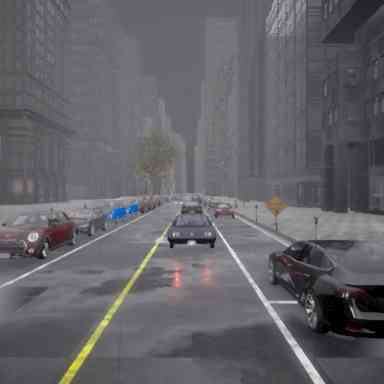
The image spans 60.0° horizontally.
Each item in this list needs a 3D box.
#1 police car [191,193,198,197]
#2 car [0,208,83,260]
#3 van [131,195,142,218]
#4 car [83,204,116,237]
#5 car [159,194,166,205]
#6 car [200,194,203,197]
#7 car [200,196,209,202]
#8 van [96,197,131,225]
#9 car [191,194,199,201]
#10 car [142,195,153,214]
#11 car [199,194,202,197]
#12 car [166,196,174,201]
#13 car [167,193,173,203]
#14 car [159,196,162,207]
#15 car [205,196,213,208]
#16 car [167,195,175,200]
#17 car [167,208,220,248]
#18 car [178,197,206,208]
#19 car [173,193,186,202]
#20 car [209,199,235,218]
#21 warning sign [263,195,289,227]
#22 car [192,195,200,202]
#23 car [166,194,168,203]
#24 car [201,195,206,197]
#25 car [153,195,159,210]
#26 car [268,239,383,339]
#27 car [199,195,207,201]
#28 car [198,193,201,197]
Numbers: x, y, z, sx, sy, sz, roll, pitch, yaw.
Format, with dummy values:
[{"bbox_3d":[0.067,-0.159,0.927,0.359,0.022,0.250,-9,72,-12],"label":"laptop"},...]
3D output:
[{"bbox_3d":[0.900,1.437,70.186,1.930,1.638,5.238,0,0,0],"label":"police car"},{"bbox_3d":[-5.763,1.439,12.239,1.967,1.590,4.097,0,0,0],"label":"car"},{"bbox_3d":[-5.763,1.341,29.271,1.690,1.788,3.998,0,0,0],"label":"van"},{"bbox_3d":[-5.763,1.550,17.916,2.008,1.369,4.403,0,0,0],"label":"car"},{"bbox_3d":[-5.764,1.319,51.981,2.192,1.841,5.009,0,0,0],"label":"car"},{"bbox_3d":[2.762,1.531,57.836,1.752,1.417,4.829,0,0,0],"label":"car"},{"bbox_3d":[2.762,1.580,74.699,1.947,1.339,4.313,0,0,0],"label":"car"},{"bbox_3d":[-5.763,1.341,23.594,1.690,1.788,3.998,0,0,0],"label":"van"},{"bbox_3d":[0.729,1.368,86.037,2.097,1.767,4.553,0,0,0],"label":"car"},{"bbox_3d":[-5.763,1.316,34.949,2.192,1.841,5.009,0,0,0],"label":"car"},{"bbox_3d":[2.761,1.590,63.343,1.802,1.307,4.206,0,0,0],"label":"car"},{"bbox_3d":[-5.764,1.604,86.046,1.802,1.307,4.206,0,0,0],"label":"car"},{"bbox_3d":[-5.764,1.326,69.013,2.192,1.841,5.009,0,0,0],"label":"car"},{"bbox_3d":[-5.763,1.569,46.304,1.947,1.339,4.313,0,0,0],"label":"car"},{"bbox_3d":[2.762,1.553,40.633,2.008,1.369,4.403,0,0,0],"label":"car"},{"bbox_3d":[-5.764,1.608,91.723,1.802,1.307,4.206,0,0,0],"label":"car"},{"bbox_3d":[0.000,1.617,14.681,1.895,1.301,4.718,0,0,0],"label":"car"},{"bbox_3d":[0.000,1.486,29.651,1.882,1.535,5.008,0,0,0],"label":"car"},{"bbox_3d":[-3.000,1.526,75.956,1.994,1.385,4.181,0,0,0],"label":"car"},{"bbox_3d":[2.762,1.582,29.278,1.802,1.307,4.206,0,0,0],"label":"car"},{"bbox_3d":[5.068,1.115,20.075,1.300,1.860,1.060,0,0,0],"label":"warning sign"},{"bbox_3d":[0.900,1.544,80.077,1.812,1.442,4.674,0,0,0],"label":"car"},{"bbox_3d":[-5.763,1.556,57.658,2.008,1.369,4.403,0,0,0],"label":"car"},{"bbox_3d":[2.762,1.586,51.988,1.802,1.307,4.206,0,0,0],"label":"car"},{"bbox_3d":[-5.763,1.317,40.627,2.192,1.841,5.009,0,0,0],"label":"car"},{"bbox_3d":[2.762,1.565,6.567,1.947,1.339,4.313,0,0,0],"label":"car"},{"bbox_3d":[2.761,1.573,86.054,2.008,1.369,4.403,0,0,0],"label":"car"},{"bbox_3d":[2.761,1.451,69.021,1.967,1.590,4.097,0,0,0],"label":"car"}]
